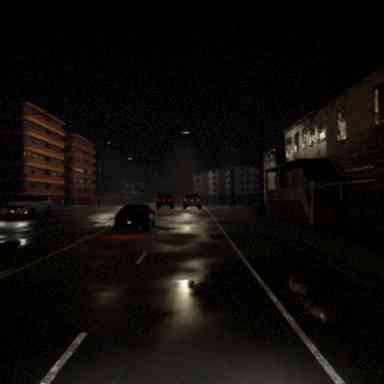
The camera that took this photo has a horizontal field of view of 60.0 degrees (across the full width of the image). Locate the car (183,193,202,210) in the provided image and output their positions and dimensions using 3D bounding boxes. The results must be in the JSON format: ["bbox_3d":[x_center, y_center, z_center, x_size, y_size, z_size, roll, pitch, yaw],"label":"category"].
[{"bbox_3d":[0.026,1.108,41.248,2.150,2.045,5.566,0,-1,0],"label":"car"}]

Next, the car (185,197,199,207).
[{"bbox_3d":[0.035,1.569,51.641,2.128,1.511,4.902,0,-2,0],"label":"car"}]

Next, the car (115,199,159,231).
[{"bbox_3d":[-3.388,1.467,20.458,1.882,1.535,5.008,0,1,0],"label":"car"}]

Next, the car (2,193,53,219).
[{"bbox_3d":[-13.983,1.145,28.690,2.150,2.045,5.566,0,1,0],"label":"car"}]

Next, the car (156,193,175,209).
[{"bbox_3d":[-3.450,1.147,43.622,2.150,2.045,5.566,0,0,0],"label":"car"}]
